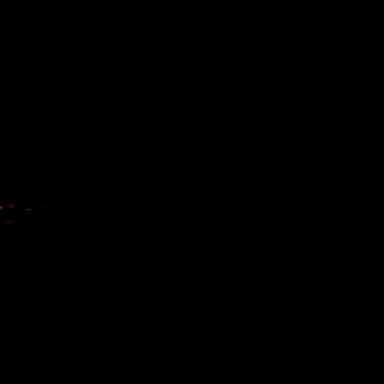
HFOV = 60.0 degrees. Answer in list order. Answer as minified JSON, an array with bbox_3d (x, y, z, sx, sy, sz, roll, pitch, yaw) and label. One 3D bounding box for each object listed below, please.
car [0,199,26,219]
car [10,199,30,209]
[{"bbox_3d":[-17.974,1.464,32.595,2.150,2.045,5.566,1,0,-15],"label":"car"},{"bbox_3d":[-27.329,1.844,52.948,1.882,1.535,5.008,1,-1,-15],"label":"car"}]
